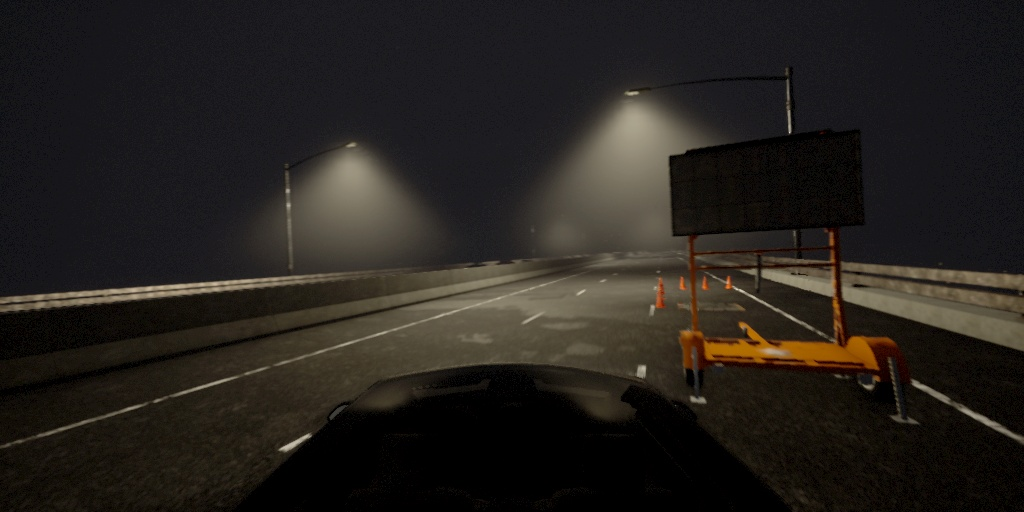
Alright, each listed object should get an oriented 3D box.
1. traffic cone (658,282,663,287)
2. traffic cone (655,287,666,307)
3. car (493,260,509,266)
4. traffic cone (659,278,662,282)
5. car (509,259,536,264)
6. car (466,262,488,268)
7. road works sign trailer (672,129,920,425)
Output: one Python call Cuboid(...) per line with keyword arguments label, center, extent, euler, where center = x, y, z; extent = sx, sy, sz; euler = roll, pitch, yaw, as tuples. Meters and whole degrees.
Cuboid(label="traffic cone", center=(5.977, 1.436, 14.424), extent=(0.340, 0.580, 0.340), euler=(0, 0, 23))
Cuboid(label="traffic cone", center=(5.205, 1.470, 12.579), extent=(0.340, 0.580, 0.340), euler=(0, 0, 23))
Cuboid(label="car", center=(-0.938, 1.327, 48.615), extent=(1.882, 1.535, 5.008), euler=(-3, 0, 23))
Cuboid(label="traffic cone", center=(6.748, 1.401, 16.269), extent=(0.340, 0.580, 0.340), euler=(0, 0, 23))
Cuboid(label="car", center=(1.914, 1.201, 46.390), extent=(2.128, 1.511, 4.902), euler=(-3, 0, 23))
Cuboid(label="car", center=(-4.663, 1.592, 48.759), extent=(1.994, 1.385, 4.181), euler=(-3, 0, 23))
Cuboid(label="road works sign trailer", center=(3.873, 0.034, 5.547), extent=(2.380, 3.560, 2.880), euler=(0, 0, 23))
